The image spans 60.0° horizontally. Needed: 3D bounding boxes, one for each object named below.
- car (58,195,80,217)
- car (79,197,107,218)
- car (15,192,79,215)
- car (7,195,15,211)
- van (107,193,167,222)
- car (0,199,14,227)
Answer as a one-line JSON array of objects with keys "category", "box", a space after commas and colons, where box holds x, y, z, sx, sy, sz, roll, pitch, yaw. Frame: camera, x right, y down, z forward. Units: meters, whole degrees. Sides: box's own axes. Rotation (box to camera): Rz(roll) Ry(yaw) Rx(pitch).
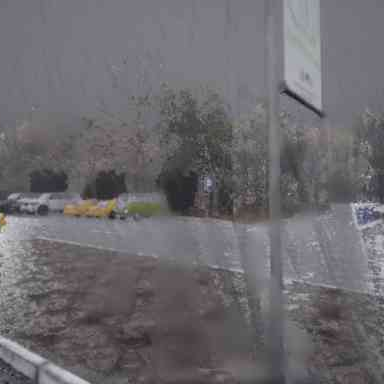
[{"category": "car", "box": [-8.141, 1.291, 28.167, 1.946, 1.575, 5.366, 0, 0, 35]}, {"category": "car", "box": [-5.952, 1.300, 26.653, 1.946, 1.575, 5.366, 0, 0, 35]}, {"category": "car", "box": [-12.964, 1.045, 31.245, 2.435, 2.045, 5.566, -1, -1, 34]}, {"category": "car", "box": [-15.255, 1.314, 32.840, 2.231, 1.521, 4.892, -1, -1, 34]}, {"category": "van", "box": [-3.825, 1.091, 24.815, 1.878, 1.987, 4.442, 0, 0, 35]}, {"category": "car", "box": [-11.377, 1.249, 15.038, 1.946, 1.575, 5.366, 0, 0, 35]}]
